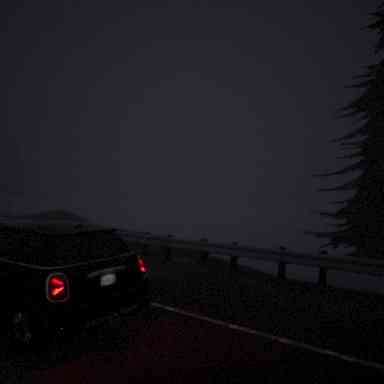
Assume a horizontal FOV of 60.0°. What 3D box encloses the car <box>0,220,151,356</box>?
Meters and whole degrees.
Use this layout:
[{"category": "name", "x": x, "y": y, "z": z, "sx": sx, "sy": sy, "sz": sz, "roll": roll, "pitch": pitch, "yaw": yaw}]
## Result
[{"category": "car", "x": -2.960, "y": 1.328, "z": 6.279, "sx": 4.553, "sy": 1.767, "sz": 2.097, "roll": 0, "pitch": 0, "yaw": 37}]
